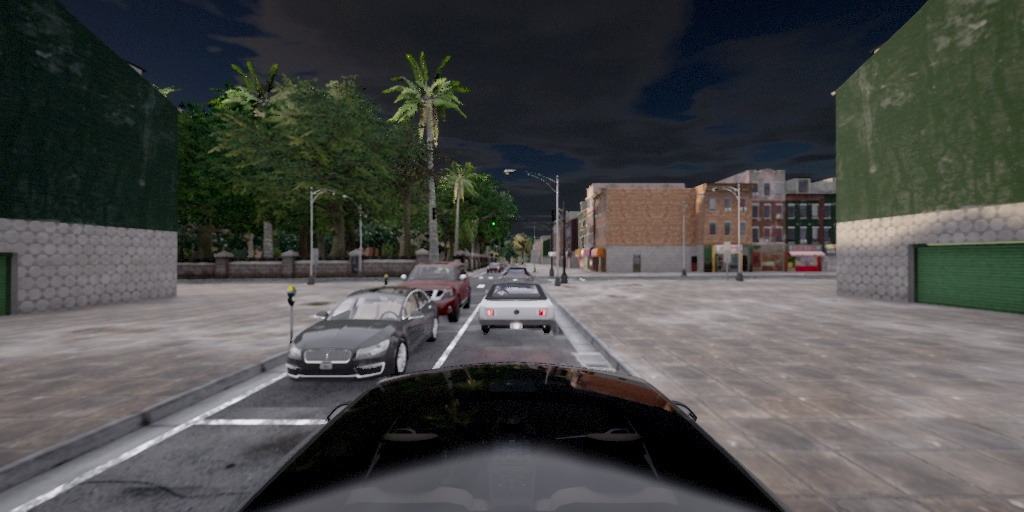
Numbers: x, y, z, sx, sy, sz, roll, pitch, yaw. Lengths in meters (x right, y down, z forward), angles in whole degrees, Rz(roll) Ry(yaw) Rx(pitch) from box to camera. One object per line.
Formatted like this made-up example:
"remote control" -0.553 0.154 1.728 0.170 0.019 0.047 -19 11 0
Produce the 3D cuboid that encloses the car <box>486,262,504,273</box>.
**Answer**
"car" -2.565 1.610 50.869 1.967 1.591 4.097 0 0 0

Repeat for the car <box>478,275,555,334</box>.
"car" 0.113 1.412 10.883 1.895 1.301 4.718 0 0 0

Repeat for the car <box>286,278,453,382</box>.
"car" -2.631 1.337 7.261 2.007 1.370 4.403 0 0 0

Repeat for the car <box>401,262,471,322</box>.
"car" -2.622 1.139 12.724 2.192 1.841 5.009 0 0 0

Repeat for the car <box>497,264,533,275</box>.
"car" 0.430 1.477 24.234 1.994 1.385 4.181 0 -1 6
